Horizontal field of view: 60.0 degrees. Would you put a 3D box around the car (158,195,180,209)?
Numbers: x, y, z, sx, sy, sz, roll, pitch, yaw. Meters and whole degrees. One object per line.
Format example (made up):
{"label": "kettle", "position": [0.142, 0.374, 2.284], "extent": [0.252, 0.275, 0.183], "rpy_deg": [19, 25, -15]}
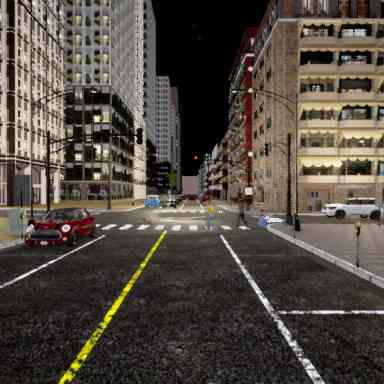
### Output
{"label": "car", "position": [-3.107, 1.501, 46.211], "extent": [2.128, 1.511, 4.902], "rpy_deg": [0, 0, 0]}

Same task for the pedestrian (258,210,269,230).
{"label": "pedestrian", "position": [4.183, 1.575, 19.544], "extent": [0.375, 1.300, 0.375], "rpy_deg": [0, 0, 0]}

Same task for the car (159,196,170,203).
{"label": "car", "position": [-5.705, 1.550, 69.315], "extent": [1.752, 1.417, 4.829], "rpy_deg": [0, 0, 0]}

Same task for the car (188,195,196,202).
{"label": "car", "position": [-0.012, 1.500, 76.361], "extent": [1.882, 1.535, 5.008], "rpy_deg": [0, 0, 0]}

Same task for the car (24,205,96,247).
{"label": "car", "position": [-5.694, 1.441, 14.807], "extent": [1.967, 1.590, 4.097], "rpy_deg": [0, 0, 0]}

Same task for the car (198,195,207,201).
{"label": "car", "position": [2.672, 1.589, 86.140], "extent": [2.008, 1.369, 4.403], "rpy_deg": [0, 0, 0]}

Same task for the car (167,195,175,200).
{"label": "car", "position": [-5.710, 1.569, 91.518], "extent": [1.752, 1.417, 4.829], "rpy_deg": [0, 0, 0]}

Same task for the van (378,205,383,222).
{"label": "van", "position": [16.925, 1.706, 25.545], "extent": [3.998, 1.788, 1.690], "rpy_deg": [1, -1, 0]}

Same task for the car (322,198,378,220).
{"label": "car", "position": [15.281, 1.547, 31.473], "extent": [5.566, 2.045, 2.150], "rpy_deg": [1, 0, -2]}

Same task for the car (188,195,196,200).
{"label": "car", "position": [-0.015, 1.484, 86.814], "extent": [1.895, 1.301, 4.718], "rpy_deg": [0, 0, 0]}

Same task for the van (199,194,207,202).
{"label": "van", "position": [2.672, 1.374, 80.590], "extent": [1.690, 1.788, 3.998], "rpy_deg": [0, 0, 0]}

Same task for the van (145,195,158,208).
{"label": "van", "position": [-5.701, 1.352, 47.281], "extent": [1.690, 1.788, 3.998], "rpy_deg": [0, 0, 0]}

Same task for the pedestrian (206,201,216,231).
{"label": "pedestrian", "position": [1.034, 1.295, 18.943], "extent": [0.375, 1.860, 0.375], "rpy_deg": [0, 0, 0]}

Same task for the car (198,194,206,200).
{"label": "car", "position": [2.670, 1.359, 91.691], "extent": [2.192, 1.841, 5.009], "rpy_deg": [0, 0, 0]}

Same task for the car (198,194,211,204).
{"label": "car", "position": [2.676, 1.336, 63.937], "extent": [2.192, 1.841, 5.009], "rpy_deg": [0, 0, 0]}

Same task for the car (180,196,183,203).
{"label": "car", "position": [-3.097, 1.505, 57.117], "extent": [2.128, 1.511, 4.902], "rpy_deg": [0, 0, 0]}

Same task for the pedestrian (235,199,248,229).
{"label": "pedestrian", "position": [2.998, 1.295, 20.144], "extent": [0.375, 1.860, 0.375], "rpy_deg": [0, 0, 0]}

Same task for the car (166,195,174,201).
{"label": "car", "position": [-5.709, 1.478, 86.137], "extent": [1.967, 1.590, 4.097], "rpy_deg": [0, 0, 0]}

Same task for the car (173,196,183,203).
{"label": "car", "position": [-3.013, 1.579, 71.865], "extent": [1.994, 1.385, 4.181], "rpy_deg": [0, 0, 0]}
